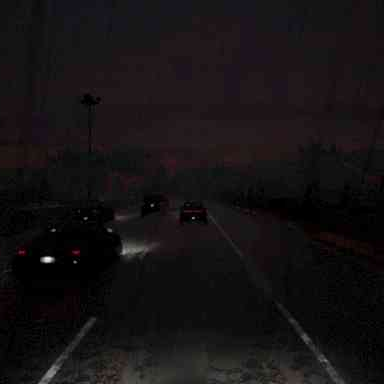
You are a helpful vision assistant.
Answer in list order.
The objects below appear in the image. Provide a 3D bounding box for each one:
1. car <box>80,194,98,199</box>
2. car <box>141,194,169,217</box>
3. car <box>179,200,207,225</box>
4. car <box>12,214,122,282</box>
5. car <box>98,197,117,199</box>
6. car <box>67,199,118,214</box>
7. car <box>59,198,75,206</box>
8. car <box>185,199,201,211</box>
[{"bbox_3d":[-17.545,1.295,56.923,2.150,2.045,5.566,0,0,1],"label":"car"},{"bbox_3d":[-3.402,1.241,31.185,2.150,2.045,5.566,0,0,0],"label":"car"},{"bbox_3d":[0.097,1.504,24.292,2.128,1.511,4.902,0,0,0],"label":"car"},{"bbox_3d":[-3.400,1.568,9.840,1.994,1.385,4.181,0,0,0],"label":"car"},{"bbox_3d":[-14.051,1.566,57.243,2.128,1.511,4.902,0,0,1],"label":"car"},{"bbox_3d":[-6.903,1.503,24.054,2.128,1.511,4.902,0,0,0],"label":"car"},{"bbox_3d":[-21.042,1.675,56.831,1.895,1.301,4.718,0,0,1],"label":"car"},{"bbox_3d":[0.096,1.639,42.744,1.895,1.301,4.718,0,0,0],"label":"car"}]
